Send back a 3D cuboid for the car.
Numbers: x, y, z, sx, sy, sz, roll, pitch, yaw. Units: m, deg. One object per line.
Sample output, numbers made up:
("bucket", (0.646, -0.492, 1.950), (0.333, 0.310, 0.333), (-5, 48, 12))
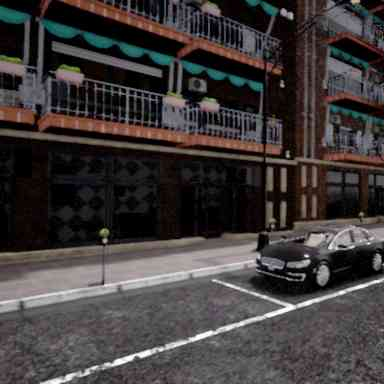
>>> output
("car", (3.664, 1.576, 9.158), (4.403, 1.369, 2.008), (0, 1, -35))
